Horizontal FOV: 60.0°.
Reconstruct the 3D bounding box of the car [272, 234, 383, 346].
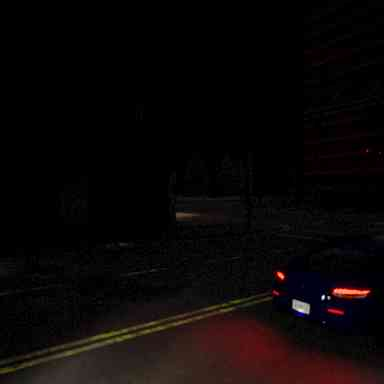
[{"bbox_3d":[3.493,1.536,6.260,4.674,1.442,1.812,0,0,-35],"label":"car"}]
